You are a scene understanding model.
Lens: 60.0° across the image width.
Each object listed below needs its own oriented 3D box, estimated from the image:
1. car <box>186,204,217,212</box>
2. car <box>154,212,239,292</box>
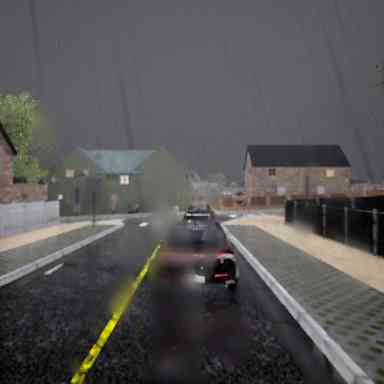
[{"bbox_3d":[0.574,1.541,21.697,2.128,1.511,4.902,0,0,6],"label":"car"},{"bbox_3d":[0.107,1.512,8.983,2.128,1.511,4.902,0,0,0],"label":"car"}]
